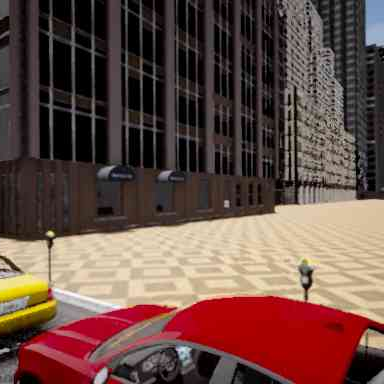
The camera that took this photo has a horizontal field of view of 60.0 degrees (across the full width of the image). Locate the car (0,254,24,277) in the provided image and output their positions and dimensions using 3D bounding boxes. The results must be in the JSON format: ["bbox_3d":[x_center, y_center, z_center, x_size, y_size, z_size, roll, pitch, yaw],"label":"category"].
[{"bbox_3d":[-4.410,1.588,6.020,4.829,1.417,1.752,-1,0,36],"label":"car"}]

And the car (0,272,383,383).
[{"bbox_3d":[0.337,1.555,2.633,4.507,1.381,1.887,-1,0,36],"label":"car"}]
